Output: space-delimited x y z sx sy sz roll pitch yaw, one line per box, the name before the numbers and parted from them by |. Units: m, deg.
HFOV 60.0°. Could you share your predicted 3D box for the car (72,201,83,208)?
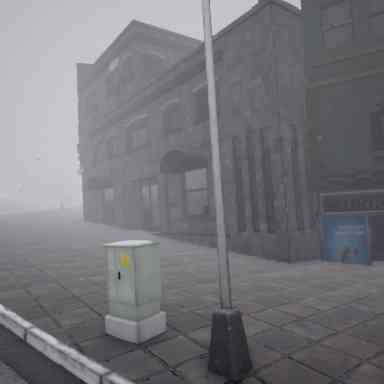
car | -25.417 2.864 75.066 2.128 1.511 4.902 -4 -2 4
